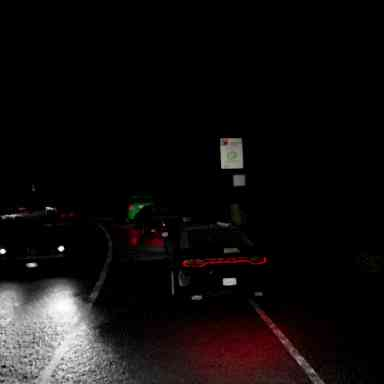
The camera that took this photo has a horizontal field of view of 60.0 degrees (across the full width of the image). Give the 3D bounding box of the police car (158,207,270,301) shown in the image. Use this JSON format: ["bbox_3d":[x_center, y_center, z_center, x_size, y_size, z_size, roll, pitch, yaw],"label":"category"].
[{"bbox_3d":[0.295,1.402,8.525,1.930,1.638,5.238,-1,0,-8],"label":"police car"}]

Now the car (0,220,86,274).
[{"bbox_3d":[-4.713,1.643,11.009,1.895,1.301,4.718,-1,0,-12],"label":"car"}]

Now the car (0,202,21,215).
[{"bbox_3d":[-26.500,2.407,46.347,4.902,1.511,2.128,-3,2,39],"label":"car"}]

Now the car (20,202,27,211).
[{"bbox_3d":[-27.560,2.346,51.562,4.892,1.490,1.837,-3,2,34],"label":"car"}]

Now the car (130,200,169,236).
[{"bbox_3d":[-2.053,1.446,18.591,1.882,1.535,5.008,-2,0,-18],"label":"car"}]

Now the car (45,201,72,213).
[{"bbox_3d":[-17.051,1.857,42.281,4.902,1.511,2.128,-2,2,45],"label":"car"}]

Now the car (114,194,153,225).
[{"bbox_3d":[-4.263,1.211,24.490,2.150,2.045,5.566,-2,0,-23],"label":"car"}]
